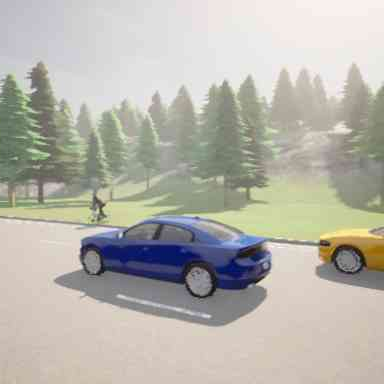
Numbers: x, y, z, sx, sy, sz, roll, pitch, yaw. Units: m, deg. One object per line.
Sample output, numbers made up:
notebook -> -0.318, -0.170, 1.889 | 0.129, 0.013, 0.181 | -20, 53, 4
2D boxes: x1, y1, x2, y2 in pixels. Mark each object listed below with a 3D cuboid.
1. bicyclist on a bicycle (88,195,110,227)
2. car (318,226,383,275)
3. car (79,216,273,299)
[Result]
bicyclist on a bicycle -> -5.059, 0.973, 18.050 | 0.582, 1.620, 1.656 | 1, 10, 30
car -> 5.764, 1.334, 8.197 | 5.008, 1.535, 1.882 | 1, 1, 34
car -> -0.593, 1.315, 8.088 | 5.008, 1.535, 1.882 | 1, 1, 32
